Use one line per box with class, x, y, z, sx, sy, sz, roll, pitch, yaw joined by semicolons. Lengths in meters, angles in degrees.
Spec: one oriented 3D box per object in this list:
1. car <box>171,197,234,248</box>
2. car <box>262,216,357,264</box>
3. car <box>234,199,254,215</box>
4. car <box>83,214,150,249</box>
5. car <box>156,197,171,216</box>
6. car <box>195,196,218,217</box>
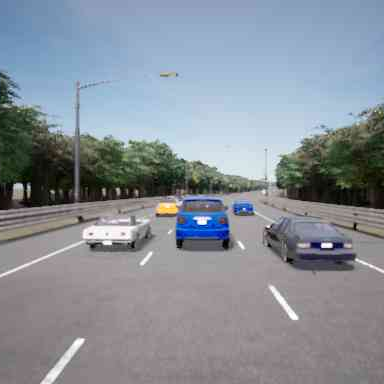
car;0.486;1.214;15.005;2.150;2.045;5.566;0;0;2
car;3.867;1.549;11.871;2.033;1.411;5.357;0;0;2
car;5.103;1.451;33.742;1.882;1.535;5.008;0;0;4
car;-3.034;1.587;14.522;1.895;1.301;4.718;0;0;2
car;-2.056;1.315;31.831;2.097;1.767;4.553;0;0;4
car;1.456;1.321;31.882;2.097;1.767;4.553;0;0;4
